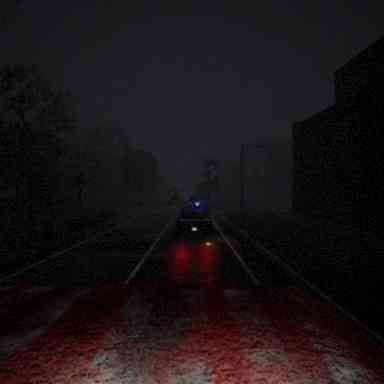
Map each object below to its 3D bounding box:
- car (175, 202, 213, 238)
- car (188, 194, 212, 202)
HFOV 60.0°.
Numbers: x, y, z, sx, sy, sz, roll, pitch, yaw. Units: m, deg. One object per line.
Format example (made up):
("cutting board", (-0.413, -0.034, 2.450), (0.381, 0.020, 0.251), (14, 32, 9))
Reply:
("car", (0.097, 1.511, 17.823), (2.128, 1.511, 4.902), (0, 0, 0))
("car", (0.783, 1.249, 34.046), (2.150, 2.045, 5.566), (0, 0, 6))
